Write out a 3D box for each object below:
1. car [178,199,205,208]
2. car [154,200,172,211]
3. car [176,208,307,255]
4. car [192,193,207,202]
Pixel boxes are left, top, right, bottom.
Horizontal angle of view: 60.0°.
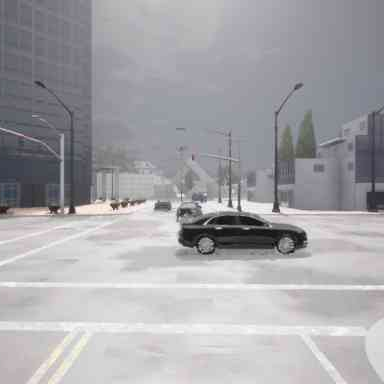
[{"bbox_3d":[-0.217,1.542,26.905,1.812,1.442,4.674,0,0,5],"label":"car"},{"bbox_3d":[-3.615,1.601,41.563,1.895,1.301,4.718,0,0,0],"label":"car"},{"bbox_3d":[1.872,1.511,12.740,4.892,1.490,1.837,0,0,0],"label":"car"},{"bbox_3d":[1.517,1.221,69.570,2.150,2.045,5.566,0,0,15],"label":"car"}]
